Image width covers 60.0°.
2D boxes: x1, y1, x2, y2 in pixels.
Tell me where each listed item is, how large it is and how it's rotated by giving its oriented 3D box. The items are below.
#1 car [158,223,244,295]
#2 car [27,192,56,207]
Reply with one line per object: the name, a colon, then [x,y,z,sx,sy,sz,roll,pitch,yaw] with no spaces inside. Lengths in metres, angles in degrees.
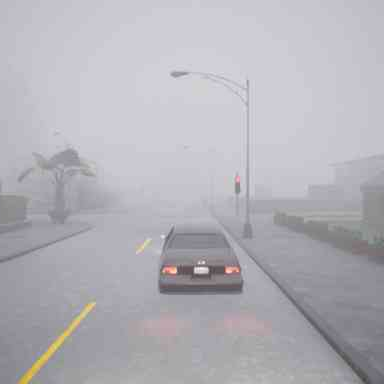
car: [0.107,1.546,8.877,2.033,1.411,5.357,0,0,-2]
car: [-19.789,0.979,43.778,1.905,1.878,3.866,0,0,35]
